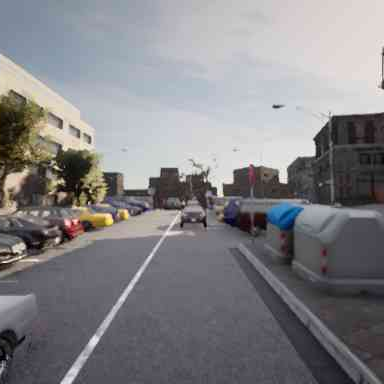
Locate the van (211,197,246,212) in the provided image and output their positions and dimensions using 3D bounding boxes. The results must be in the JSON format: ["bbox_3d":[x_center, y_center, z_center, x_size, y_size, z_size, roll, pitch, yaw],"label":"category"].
[{"bbox_3d":[4.792,1.619,43.892,4.442,1.987,1.878,0,-1,0],"label":"van"}]

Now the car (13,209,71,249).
[{"bbox_3d":[-7.645,1.581,12.917,4.892,1.521,2.231,0,0,0],"label":"car"}]

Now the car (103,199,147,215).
[{"bbox_3d":[-7.624,1.780,35.265,4.792,1.488,2.163,0,0,0],"label":"car"}]

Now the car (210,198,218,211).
[{"bbox_3d":[4.862,1.749,35.406,5.366,1.575,1.946,0,0,0],"label":"car"}]

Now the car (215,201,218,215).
[{"bbox_3d":[4.674,1.750,29.824,4.674,1.452,2.002,0,0,0],"label":"car"}]

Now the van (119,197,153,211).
[{"bbox_3d":[-7.772,1.677,46.416,4.442,1.987,1.878,0,-1,0],"label":"van"}]

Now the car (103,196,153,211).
[{"bbox_3d":[-7.625,1.521,38.061,5.566,2.045,2.435,0,0,0],"label":"car"}]

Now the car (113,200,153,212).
[{"bbox_3d":[-7.684,1.868,43.625,4.792,1.488,2.163,0,-1,0],"label":"car"}]

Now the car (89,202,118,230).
[{"bbox_3d":[-7.837,1.641,21.298,5.366,1.575,1.946,0,0,0],"label":"car"}]

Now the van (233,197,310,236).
[{"bbox_3d":[4.795,1.399,18.787,4.442,1.987,1.878,0,0,0],"label":"van"}]

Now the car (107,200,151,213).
[{"bbox_3d":[-7.653,1.797,40.793,5.008,1.535,2.097,0,0,0],"label":"car"}]

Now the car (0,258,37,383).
[{"bbox_3d":[-3.100,1.620,2.441,1.895,1.301,4.718,0,0,0],"label":"car"}]

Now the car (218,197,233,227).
[{"bbox_3d":[4.706,1.395,21.578,5.566,2.045,2.435,0,0,0],"label":"car"}]

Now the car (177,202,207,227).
[{"bbox_3d":[0.097,1.714,24.419,1.812,1.442,4.674,0,-1,0],"label":"car"}]

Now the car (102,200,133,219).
[{"bbox_3d":[-7.838,1.683,26.885,5.366,1.575,1.946,0,0,0],"label":"car"}]

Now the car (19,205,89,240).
[{"bbox_3d":[-7.619,1.475,15.710,4.553,1.767,2.185,0,0,0],"label":"car"}]

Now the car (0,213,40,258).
[{"bbox_3d":[-7.657,1.559,10.123,4.892,1.521,2.231,0,0,0],"label":"car"}]

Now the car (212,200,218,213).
[{"bbox_3d":[4.648,1.761,32.614,4.792,1.488,2.163,0,0,0],"label":"car"}]

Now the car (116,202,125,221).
[{"bbox_3d":[-7.681,1.694,24.090,4.792,1.488,2.163,0,0,0],"label":"car"}]

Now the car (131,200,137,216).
[{"bbox_3d":[-7.682,1.737,29.678,4.792,1.488,2.163,0,0,0],"label":"car"}]

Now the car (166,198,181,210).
[{"bbox_3d":[-3.012,1.913,53.732,2.150,2.045,5.566,0,-3,0],"label":"car"}]
